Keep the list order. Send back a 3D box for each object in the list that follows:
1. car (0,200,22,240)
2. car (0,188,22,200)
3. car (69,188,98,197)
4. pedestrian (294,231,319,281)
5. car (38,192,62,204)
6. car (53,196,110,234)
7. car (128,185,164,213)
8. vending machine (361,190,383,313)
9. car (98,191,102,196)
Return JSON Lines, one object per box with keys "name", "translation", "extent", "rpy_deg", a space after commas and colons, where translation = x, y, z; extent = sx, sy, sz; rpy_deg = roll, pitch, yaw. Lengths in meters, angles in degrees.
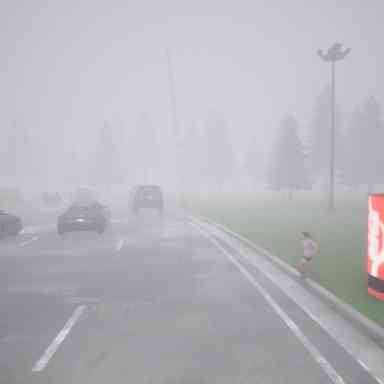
{"name": "car", "translation": [-8.076, 1.221, 12.593], "extent": [1.994, 1.385, 4.181], "rpy_deg": [0, 2, -8]}
{"name": "car", "translation": [-20.432, 0.348, 37.059], "extent": [2.097, 1.767, 4.553], "rpy_deg": [-1, 2, -36]}
{"name": "car", "translation": [-12.558, 0.321, 37.767], "extent": [2.097, 1.767, 4.553], "rpy_deg": [-1, 2, -30]}
{"name": "pedestrian", "translation": [2.445, 1.323, 6.998], "extent": [0.500, 1.100, 0.500], "rpy_deg": [0, 2, -5]}
{"name": "car", "translation": [-15.705, 0.604, 36.588], "extent": [1.895, 1.301, 4.718], "rpy_deg": [-1, 2, -32]}
{"name": "car", "translation": [-5.099, 1.121, 16.098], "extent": [1.994, 1.385, 4.181], "rpy_deg": [0, 2, -10]}
{"name": "car", "translation": [-3.691, 0.496, 26.125], "extent": [2.150, 2.045, 5.566], "rpy_deg": [0, 1, -16]}
{"name": "vending machine", "translation": [3.845, 1.023, 5.994], "extent": [1.100, 2.100, 0.880], "rpy_deg": [0, 2, -4]}
{"name": "car", "translation": [-14.375, 0.252, 46.657], "extent": [1.812, 1.442, 4.674], "rpy_deg": [-1, 2, -43]}
